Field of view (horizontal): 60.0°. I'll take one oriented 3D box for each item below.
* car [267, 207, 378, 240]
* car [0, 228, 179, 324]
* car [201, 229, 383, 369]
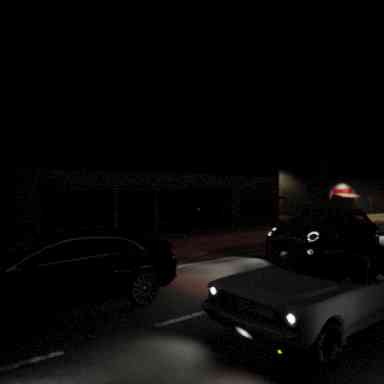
[{"bbox_3d":[4.738,1.364,11.920,4.553,1.767,2.097,0,0,-37],"label":"car"},{"bbox_3d":[-2.566,1.517,6.461,4.902,1.511,2.128,0,0,-37],"label":"car"},{"bbox_3d":[2.475,1.607,5.865,4.718,1.301,1.895,0,0,-37],"label":"car"}]
